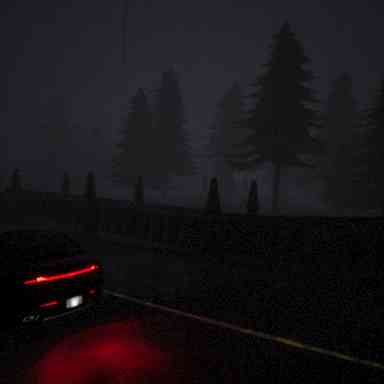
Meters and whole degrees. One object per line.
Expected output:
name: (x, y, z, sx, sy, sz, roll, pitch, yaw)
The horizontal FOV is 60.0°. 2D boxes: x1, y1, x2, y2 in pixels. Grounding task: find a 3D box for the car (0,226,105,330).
car: (-3.848, 1.444, 6.714, 4.892, 1.490, 1.837, 2, 1, 35)
